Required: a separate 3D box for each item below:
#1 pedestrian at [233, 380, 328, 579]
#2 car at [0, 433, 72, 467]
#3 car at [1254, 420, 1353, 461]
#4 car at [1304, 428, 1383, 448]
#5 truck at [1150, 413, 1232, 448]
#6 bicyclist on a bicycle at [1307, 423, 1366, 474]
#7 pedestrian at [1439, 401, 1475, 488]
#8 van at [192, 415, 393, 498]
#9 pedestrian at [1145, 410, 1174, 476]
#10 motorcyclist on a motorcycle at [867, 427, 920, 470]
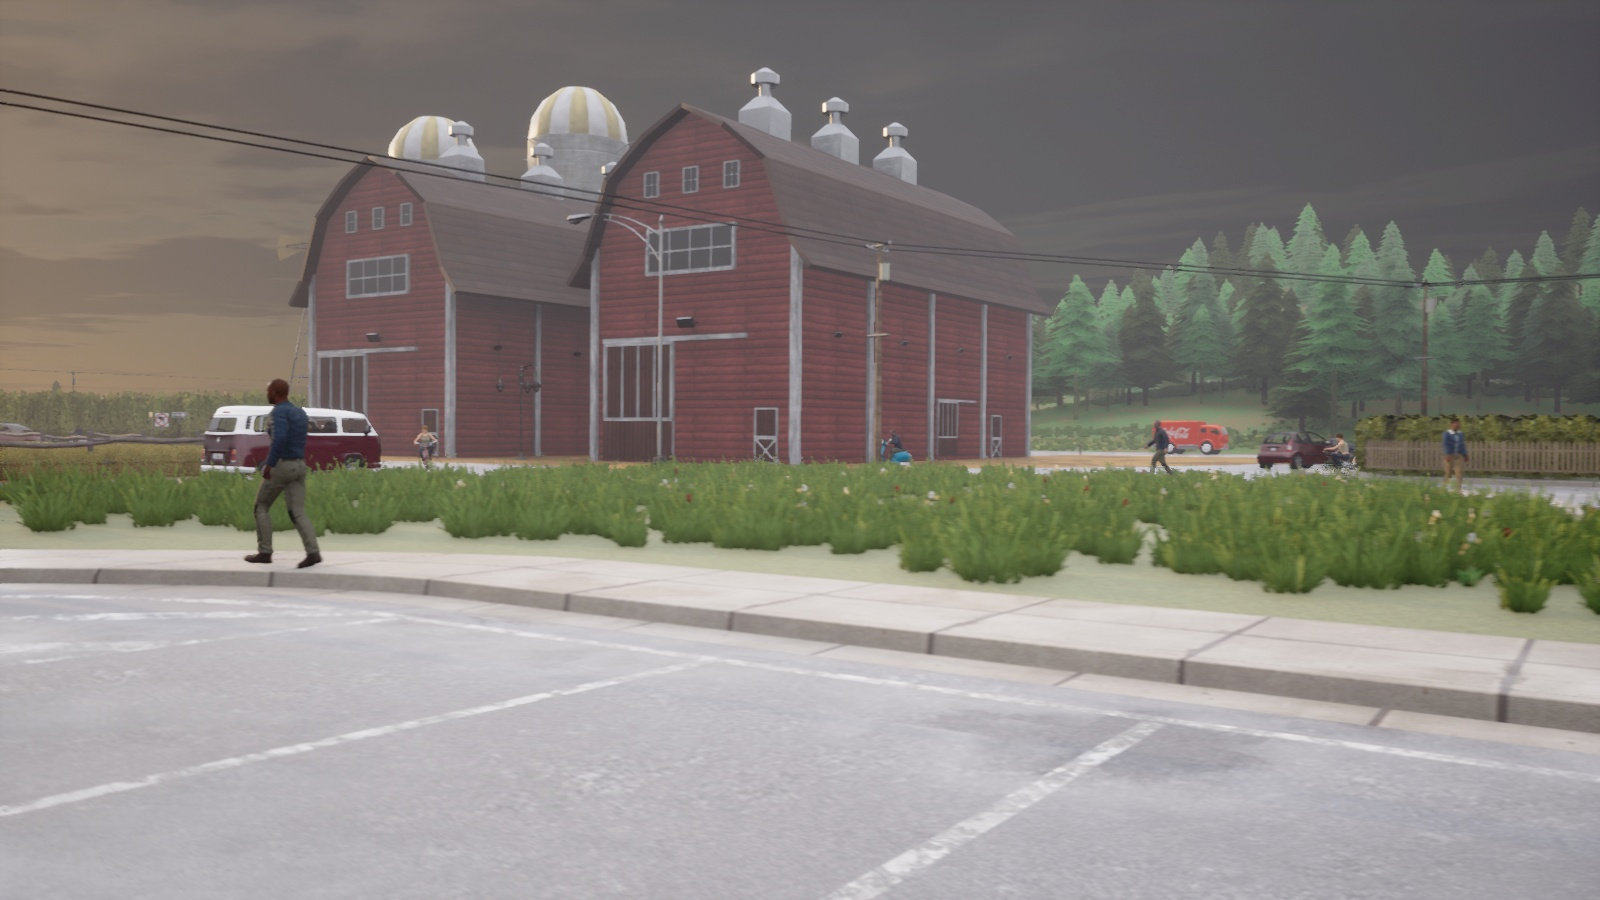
[{"bbox_3d":[-4.888,0.269,11.831,0.726,1.835,0.370,0,1,16],"label":"pedestrian"},{"bbox_3d":[-39.877,0.007,63.366,5.027,1.651,2.152,-1,1,-2],"label":"car"},{"bbox_3d":[21.345,-0.418,53.191,3.988,1.617,1.851,-1,1,-32],"label":"car"},{"bbox_3d":[37.324,-0.824,86.317,4.718,1.301,1.895,0,1,35],"label":"car"},{"bbox_3d":[28.737,-1.415,92.247,5.204,2.467,2.627,0,1,35],"label":"truck"},{"bbox_3d":[17.443,-0.048,40.835,0.866,1.612,1.509,2,-1,-37],"label":"bicyclist on a bicycle"},{"bbox_3d":[14.941,-0.139,28.576,0.423,1.949,0.788,0,1,2],"label":"pedestrian"},{"bbox_3d":[-13.242,0.124,33.012,2.069,2.038,4.480,0,1,34],"label":"van"},{"bbox_3d":[10.170,-0.192,35.523,0.726,1.842,0.402,0,1,5],"label":"pedestrian"},{"bbox_3d":[3.567,-0.068,48.106,1.817,1.590,0.866,-1,1,-22],"label":"motorcyclist on a motorcycle"}]
